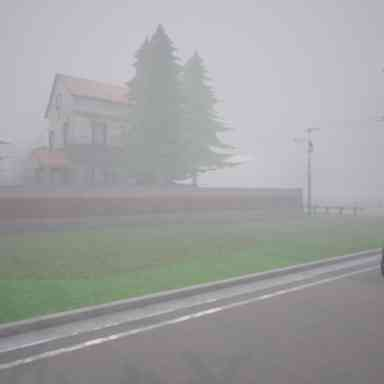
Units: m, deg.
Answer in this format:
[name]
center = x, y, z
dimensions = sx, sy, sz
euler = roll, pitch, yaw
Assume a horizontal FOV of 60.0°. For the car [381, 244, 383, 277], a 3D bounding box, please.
[car]
center = 6.966, 1.357, 8.721
dimensions = 4.553, 1.767, 2.097
euler = 0, 0, -35
